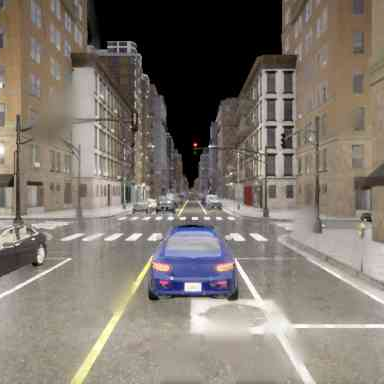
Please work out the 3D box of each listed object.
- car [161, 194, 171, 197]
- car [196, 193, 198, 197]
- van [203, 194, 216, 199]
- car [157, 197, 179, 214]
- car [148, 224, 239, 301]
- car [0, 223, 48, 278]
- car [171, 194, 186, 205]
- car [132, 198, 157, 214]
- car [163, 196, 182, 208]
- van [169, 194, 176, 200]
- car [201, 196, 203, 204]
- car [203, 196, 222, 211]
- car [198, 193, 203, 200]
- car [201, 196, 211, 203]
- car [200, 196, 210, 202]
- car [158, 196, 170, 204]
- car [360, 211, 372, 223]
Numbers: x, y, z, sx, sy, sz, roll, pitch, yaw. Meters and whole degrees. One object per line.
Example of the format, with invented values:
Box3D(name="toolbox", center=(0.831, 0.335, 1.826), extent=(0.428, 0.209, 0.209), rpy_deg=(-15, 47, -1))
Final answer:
Box3D(name="car", center=(-5.248, 1.433, 57.276), extent=(1.967, 1.590, 4.097), rpy_deg=(0, 0, 0))
Box3D(name="car", center=(2.922, 1.533, 95.098), extent=(1.887, 1.381, 4.507), rpy_deg=(0, 0, 0))
Box3D(name="van", center=(2.773, 1.335, 46.441), extent=(1.690, 1.788, 3.998), rpy_deg=(0, 0, 0))
Box3D(name="car", center=(-2.758, 1.560, 35.979), extent=(1.994, 1.385, 4.181), rpy_deg=(0, 0, 1))
Box3D(name="car", center=(0.042, 1.525, 8.212), extent=(1.812, 1.442, 4.674), rpy_deg=(0, 0, 1))
Box3D(name="car", center=(-5.362, 1.550, 8.775), extent=(2.008, 1.369, 4.403), rpy_deg=(0, 0, 0))
Box3D(name="car", center=(-2.656, 1.556, 59.673), extent=(1.994, 1.385, 4.181), rpy_deg=(0, 0, 0))
Box3D(name="car", center=(-5.288, 1.546, 35.651), extent=(2.008, 1.369, 4.403), rpy_deg=(0, 0, 0))
Box3D(name="car", center=(-2.719, 1.595, 46.092), extent=(1.895, 1.301, 4.718), rpy_deg=(0, 0, 0))
Box3D(name="van", center=(-5.186, 1.330, 89.713), extent=(1.690, 1.788, 3.998), rpy_deg=(0, 0, 0))
Box3D(name="car", center=(2.789, 1.575, 51.848), extent=(1.802, 1.307, 4.206), rpy_deg=(0, 0, 0))
Box3D(name="car", center=(2.756, 1.545, 41.035), extent=(2.008, 1.369, 4.403), rpy_deg=(0, 0, 0))
Box3D(name="car", center=(2.823, 1.307, 62.660), extent=(2.192, 1.841, 5.009), rpy_deg=(0, 0, 0))
Box3D(name="car", center=(2.839, 1.557, 68.066), extent=(1.947, 1.339, 4.313), rpy_deg=(0, 0, 0))
Box3D(name="car", center=(2.856, 1.542, 73.473), extent=(2.008, 1.369, 4.403), rpy_deg=(0, 0, 0))
Box3D(name="car", center=(-5.238, 1.517, 62.511), extent=(1.752, 1.417, 4.829), rpy_deg=(0, 0, 0))
Box3D(name="car", center=(15.136, 1.636, 23.956), extent=(5.357, 1.411, 2.033), rpy_deg=(0, 0, 0))
